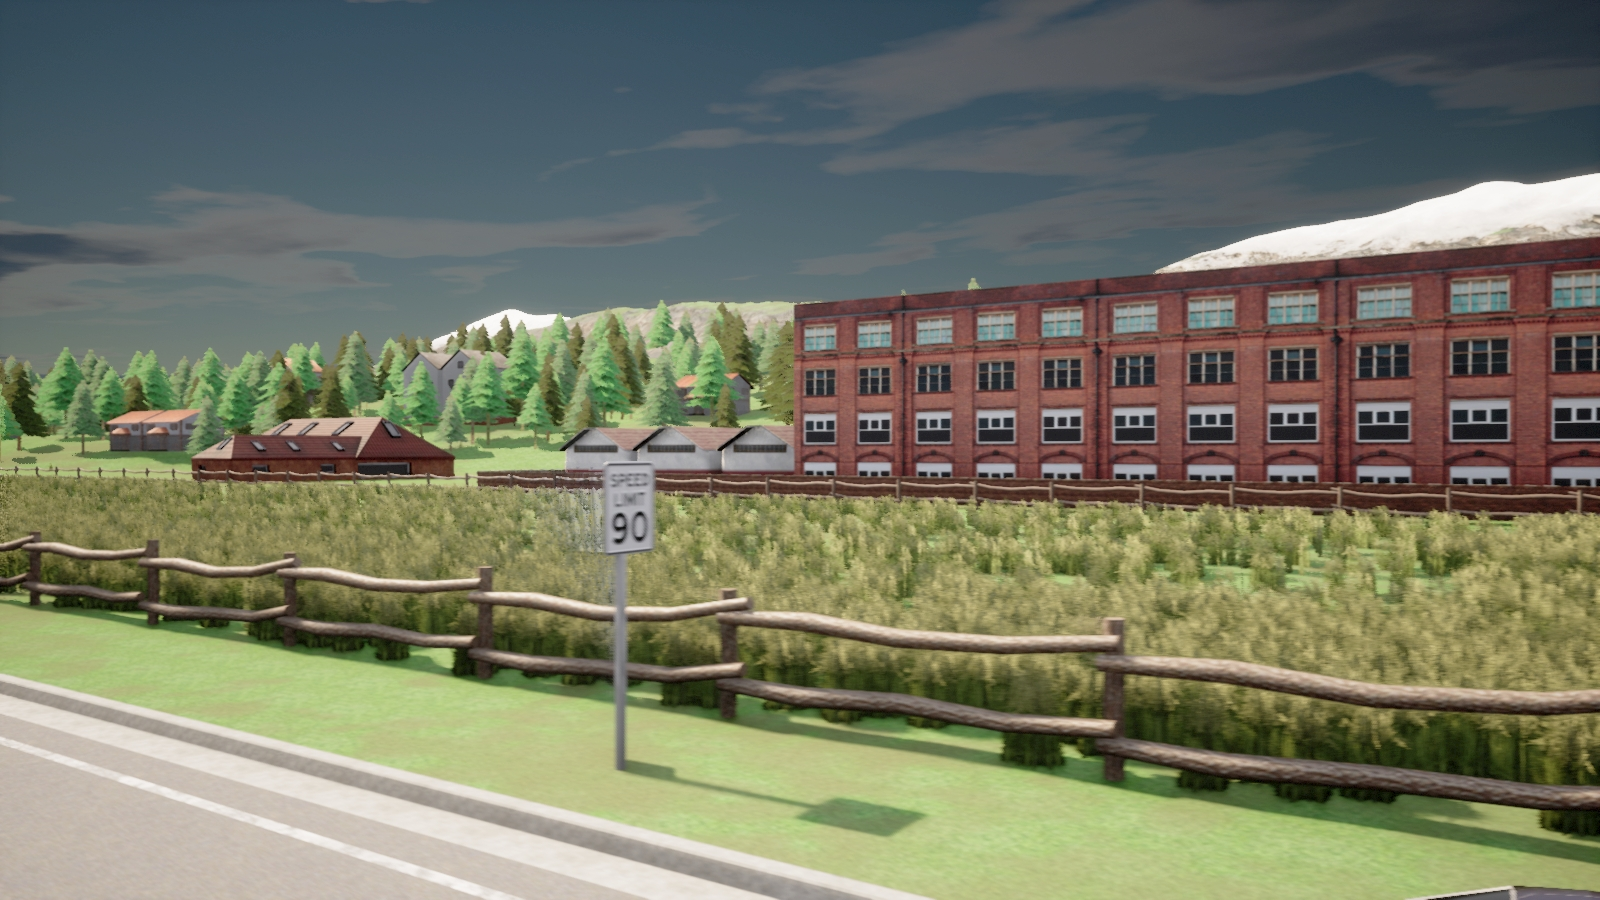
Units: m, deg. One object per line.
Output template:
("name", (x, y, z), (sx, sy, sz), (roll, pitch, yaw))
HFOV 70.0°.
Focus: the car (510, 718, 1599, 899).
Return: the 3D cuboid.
("car", (1.782, 1.968, 2.630), (4.611, 1.667, 2.242), (0, 0, 34))
